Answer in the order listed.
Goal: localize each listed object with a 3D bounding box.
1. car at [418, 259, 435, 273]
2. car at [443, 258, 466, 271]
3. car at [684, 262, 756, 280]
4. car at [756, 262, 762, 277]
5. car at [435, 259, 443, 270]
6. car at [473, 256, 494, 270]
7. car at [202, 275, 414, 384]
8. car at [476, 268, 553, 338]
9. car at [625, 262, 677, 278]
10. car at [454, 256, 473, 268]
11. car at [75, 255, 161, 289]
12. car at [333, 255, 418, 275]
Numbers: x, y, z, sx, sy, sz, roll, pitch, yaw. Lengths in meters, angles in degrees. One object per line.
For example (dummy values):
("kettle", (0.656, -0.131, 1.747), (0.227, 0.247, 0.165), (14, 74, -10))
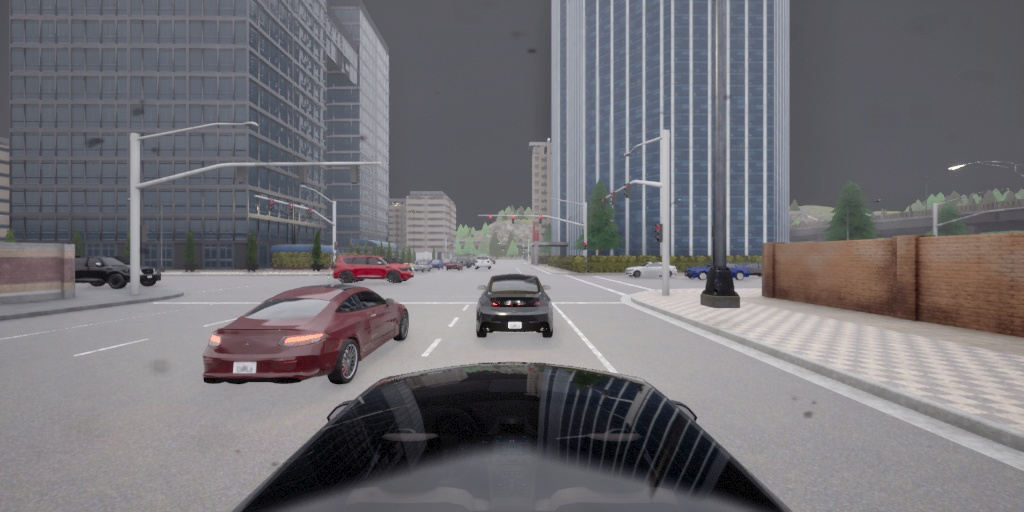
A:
("car", (-11.396, 1.351, 44.402), (1.895, 1.301, 4.718), (0, 0, 1))
("car", (-7.913, 1.350, 49.609), (1.895, 1.301, 4.718), (0, 0, -1))
("car", (17.209, 1.227, 30.237), (5.008, 1.535, 1.882), (0, 0, -1))
("car", (22.613, 1.297, 33.786), (5.357, 1.411, 2.033), (0, 0, -1))
("car", (-11.474, 1.227, 53.794), (1.882, 1.535, 5.008), (0, 0, -1))
("car", (-4.285, 0.971, 54.312), (2.150, 2.045, 5.566), (0, 0, -2))
("car", (-3.438, 1.276, 6.926), (1.812, 1.442, 4.674), (0, 0, 0))
("car", (0.064, 1.255, 10.192), (1.837, 1.490, 4.892), (0, 0, 0))
("car", (13.026, 1.275, 33.681), (4.674, 1.442, 1.812), (0, 0, 1))
("car", (-8.051, 0.971, 59.403), (2.150, 2.045, 5.566), (0, 0, -1))
("car", (-25.666, 0.972, 22.641), (5.566, 2.045, 2.150), (0, 0, -1))
("car", (-10.131, 0.970, 26.286), (5.566, 2.045, 2.150), (0, 0, -1))
